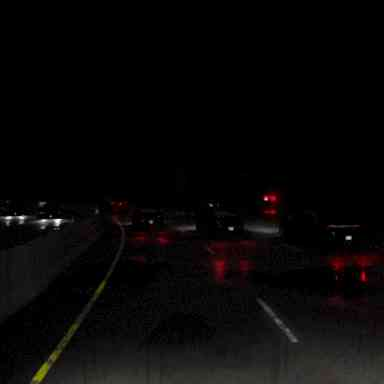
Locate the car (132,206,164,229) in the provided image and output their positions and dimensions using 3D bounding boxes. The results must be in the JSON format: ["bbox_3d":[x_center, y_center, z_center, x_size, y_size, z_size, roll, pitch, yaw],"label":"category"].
[{"bbox_3d":[-3.026,1.659,22.502,1.812,1.442,4.674,0,0,-14],"label":"car"}]

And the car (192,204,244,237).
[{"bbox_3d":[1.470,1.617,18.510,1.812,1.442,4.674,0,0,-11],"label":"car"}]

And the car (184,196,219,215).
[{"bbox_3d":[0.933,1.404,33.777,2.150,2.045,5.566,0,0,-19],"label":"car"}]

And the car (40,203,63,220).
[{"bbox_3d":[-13.448,1.798,31.910,2.033,1.411,5.357,0,0,-21],"label":"car"}]

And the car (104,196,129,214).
[{"bbox_3d":[-9.203,1.500,40.077,2.150,2.045,5.566,0,-1,-24],"label":"car"}]

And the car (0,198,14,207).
[{"bbox_3d":[-36.102,1.991,65.656,4.553,1.767,2.097,-1,0,43],"label":"car"}]

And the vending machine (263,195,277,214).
[{"bbox_3d":[8.488,1.354,36.238,1.100,2.100,0.880,0,0,-19],"label":"vending machine"}]

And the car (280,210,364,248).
[{"bbox_3d":[5.636,1.549,15.113,2.128,1.511,4.902,0,0,-8],"label":"car"}]

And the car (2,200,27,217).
[{"bbox_3d":[-19.178,1.868,36.370,2.033,1.411,5.357,0,-1,-25],"label":"car"}]
